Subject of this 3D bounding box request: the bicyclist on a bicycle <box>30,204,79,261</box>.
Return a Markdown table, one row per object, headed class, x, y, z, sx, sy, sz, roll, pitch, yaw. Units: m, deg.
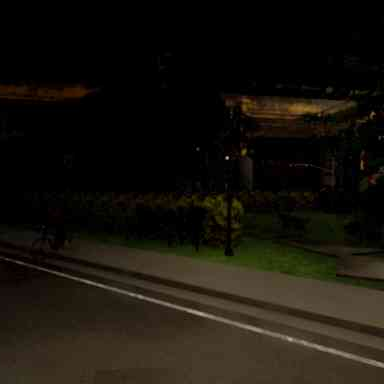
| class | x | y | z | sx | sy | sz | roll | pitch | yaw |
| --- | --- | --- | --- | --- | --- | --- | --- | --- | --- |
| bicyclist on a bicycle | -4.167 | 1.151 | 10.070 | 0.582 | 1.620 | 1.656 | 2 | 10 | 35 |
